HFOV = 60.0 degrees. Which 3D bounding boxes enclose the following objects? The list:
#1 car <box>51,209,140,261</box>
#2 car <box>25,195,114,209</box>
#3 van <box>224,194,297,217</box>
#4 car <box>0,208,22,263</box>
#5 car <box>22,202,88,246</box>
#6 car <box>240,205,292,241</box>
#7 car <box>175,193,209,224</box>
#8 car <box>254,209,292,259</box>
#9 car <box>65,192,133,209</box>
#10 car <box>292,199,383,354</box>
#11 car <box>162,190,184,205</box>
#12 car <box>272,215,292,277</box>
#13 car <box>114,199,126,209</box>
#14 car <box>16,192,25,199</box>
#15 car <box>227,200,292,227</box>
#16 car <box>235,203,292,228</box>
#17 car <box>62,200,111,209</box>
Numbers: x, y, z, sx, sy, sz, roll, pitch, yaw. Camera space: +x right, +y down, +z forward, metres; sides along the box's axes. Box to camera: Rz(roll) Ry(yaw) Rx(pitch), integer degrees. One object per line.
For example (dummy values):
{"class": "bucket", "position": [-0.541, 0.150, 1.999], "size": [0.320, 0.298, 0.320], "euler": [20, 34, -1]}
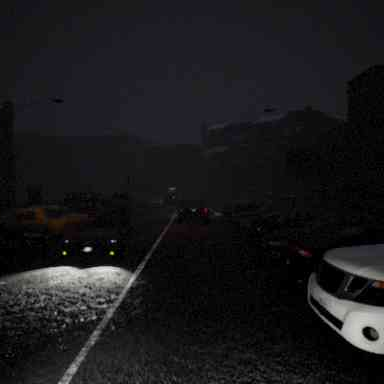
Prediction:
{"class": "car", "position": [-3.100, 1.506, 11.906], "size": [1.994, 1.385, 4.181], "euler": [0, 0, 0]}
{"class": "car", "position": [-7.640, 1.247, 21.108], "size": [4.553, 1.767, 2.185], "euler": [0, 0, 0]}
{"class": "van", "position": [4.542, 1.143, 21.537], "size": [4.442, 1.987, 1.878], "euler": [0, 1, 0]}
{"class": "car", "position": [-7.707, 1.309, 9.351], "size": [4.553, 1.767, 2.185], "euler": [0, 0, 0]}
{"class": "car", "position": [-7.859, 1.403, 15.227], "size": [5.366, 1.575, 1.946], "euler": [0, 0, 0]}
{"class": "car", "position": [4.649, 1.416, 13.285], "size": [4.892, 1.521, 2.231], "euler": [0, 0, 0]}
{"class": "car", "position": [0.100, 1.207, 23.879], "size": [2.097, 1.767, 4.553], "euler": [0, 1, 0]}
{"class": "car", "position": [4.661, 1.430, 10.367], "size": [4.892, 1.521, 2.231], "euler": [0, 0, 0]}
{"class": "car", "position": [-7.640, 1.023, 26.878], "size": [5.566, 2.045, 2.435], "euler": [0, 1, 0]}
{"class": "car", "position": [4.624, 1.205, 4.778], "size": [5.566, 2.045, 2.435], "euler": [0, 0, 0]}
{"class": "car", "position": [-2.090, 0.563, 40.412], "size": [2.097, 1.767, 4.553], "euler": [-2, 4, -20]}
{"class": "car", "position": [4.647, 1.442, 7.574], "size": [5.008, 1.535, 2.097], "euler": [0, 0, 0]}
{"class": "car", "position": [-7.675, 1.336, 23.938], "size": [5.008, 1.535, 2.097], "euler": [0, 1, 0]}
{"class": "car", "position": [-28.914, 0.402, 52.878], "size": [4.553, 1.767, 2.097], "euler": [-1, 4, 12]}
{"class": "car", "position": [4.664, 1.390, 18.745], "size": [4.892, 1.521, 2.231], "euler": [0, 0, 0]}
{"class": "car", "position": [4.659, 1.442, 15.955], "size": [4.674, 1.452, 2.002], "euler": [0, 0, 0]}
{"class": "car", "position": [-7.487, 1.389, 18.167], "size": [5.366, 1.575, 1.946], "euler": [0, 0, 0]}
